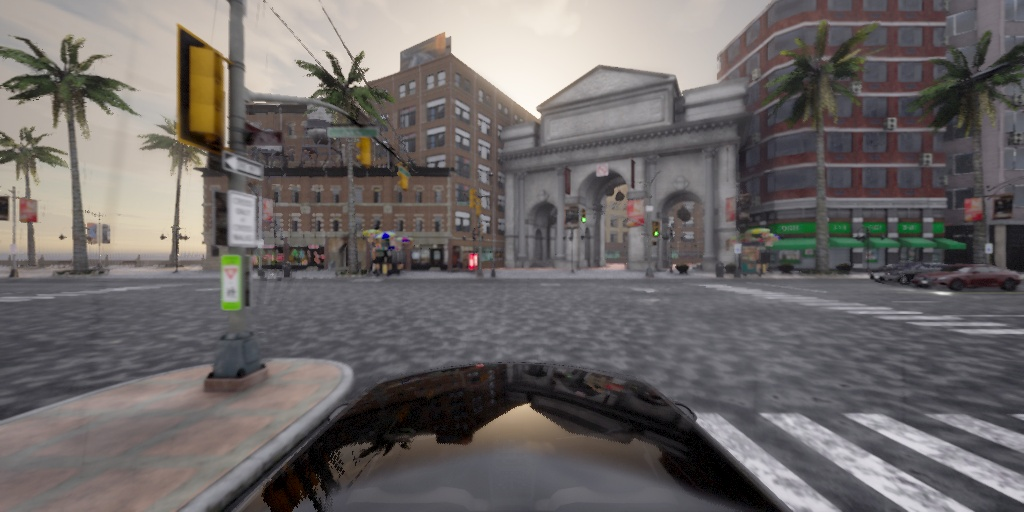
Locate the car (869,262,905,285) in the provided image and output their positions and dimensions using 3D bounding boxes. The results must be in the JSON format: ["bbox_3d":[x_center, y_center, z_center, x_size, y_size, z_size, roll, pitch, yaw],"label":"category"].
[{"bbox_3d":[26.847,1.146,23.937,4.902,1.511,2.128,0,0,1],"label":"car"}]

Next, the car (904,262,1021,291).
[{"bbox_3d":[25.910,1.195,20.471,4.674,1.442,1.812,-1,0,1],"label":"car"}]
